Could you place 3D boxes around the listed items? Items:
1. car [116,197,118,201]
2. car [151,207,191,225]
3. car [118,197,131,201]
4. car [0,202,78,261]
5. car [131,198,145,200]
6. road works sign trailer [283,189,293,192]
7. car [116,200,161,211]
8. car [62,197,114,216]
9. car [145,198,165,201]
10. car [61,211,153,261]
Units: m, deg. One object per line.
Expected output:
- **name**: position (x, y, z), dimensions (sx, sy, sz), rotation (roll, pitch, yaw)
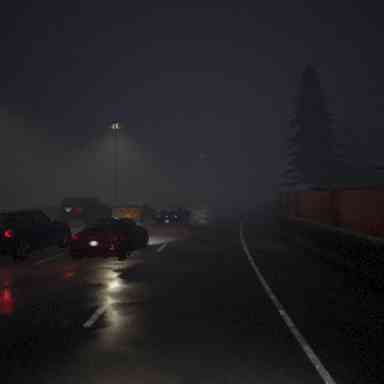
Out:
- **car**: position (-16.156, 1.903, 72.801), dimensions (2.097, 1.767, 4.553), rotation (0, 0, 23)
- **car**: position (-1.368, 1.796, 25.919), dimensions (1.895, 1.301, 4.718), rotation (0, 0, 11)
- **car**: position (-13.094, 2.012, 71.055), dimensions (1.882, 1.535, 5.008), rotation (0, 0, 23)
- **car**: position (-6.532, 1.450, 12.890), dimensions (2.097, 1.767, 4.553), rotation (0, 0, 5)
- **car**: position (-10.032, 2.021, 69.341), dimensions (1.837, 1.490, 4.892), rotation (0, 0, 23)
- **road works sign trailer**: position (23.038, 1.057, 79.295), dimensions (2.380, 3.560, 2.880), rotation (0, -1, 35)
- **car**: position (-4.490, 1.690, 28.183), dimensions (1.882, 1.535, 5.008), rotation (0, 0, 11)
- **car**: position (-8.386, 1.423, 26.473), dimensions (2.150, 2.045, 5.566), rotation (0, 0, 10)
- **car**: position (-6.919, 1.987, 67.736), dimensions (1.882, 1.535, 5.008), rotation (0, 0, 23)
- **car**: position (-3.022, 1.662, 12.863), dimensions (1.994, 1.385, 4.181), rotation (0, 0, 5)
